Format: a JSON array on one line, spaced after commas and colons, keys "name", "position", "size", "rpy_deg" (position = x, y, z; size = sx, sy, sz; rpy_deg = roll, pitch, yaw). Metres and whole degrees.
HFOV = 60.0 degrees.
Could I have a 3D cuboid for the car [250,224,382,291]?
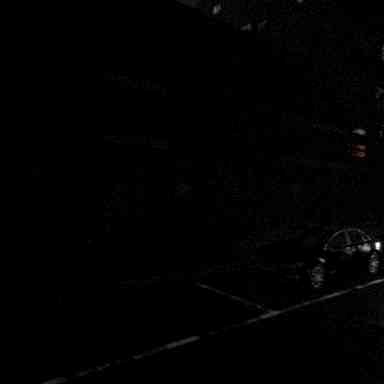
[{"name": "car", "position": [3.485, 1.577, 9.027], "size": [4.403, 1.369, 2.008], "rpy_deg": [0, 1, -35]}]
